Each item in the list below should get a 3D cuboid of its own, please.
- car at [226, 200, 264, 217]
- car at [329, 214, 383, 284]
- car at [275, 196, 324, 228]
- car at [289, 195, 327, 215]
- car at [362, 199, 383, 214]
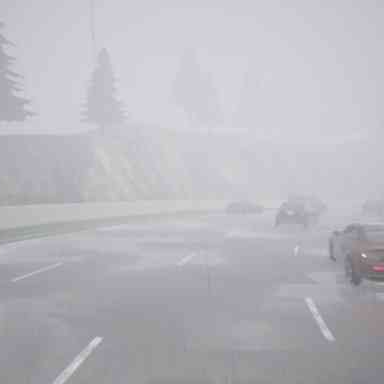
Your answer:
[{"bbox_3d":[5.168,1.502,32.016,2.128,1.511,4.902,0,0,39],"label":"car"},{"bbox_3d":[5.087,1.563,9.298,1.812,1.442,4.674,0,0,14],"label":"car"},{"bbox_3d":[7.318,1.395,22.782,2.097,1.767,4.553,1,0,31],"label":"car"},{"bbox_3d":[11.526,1.292,33.472,5.566,2.045,2.150,0,0,-44],"label":"car"},{"bbox_3d":[20.419,1.505,35.987,4.553,1.767,2.097,1,0,-34],"label":"car"}]
